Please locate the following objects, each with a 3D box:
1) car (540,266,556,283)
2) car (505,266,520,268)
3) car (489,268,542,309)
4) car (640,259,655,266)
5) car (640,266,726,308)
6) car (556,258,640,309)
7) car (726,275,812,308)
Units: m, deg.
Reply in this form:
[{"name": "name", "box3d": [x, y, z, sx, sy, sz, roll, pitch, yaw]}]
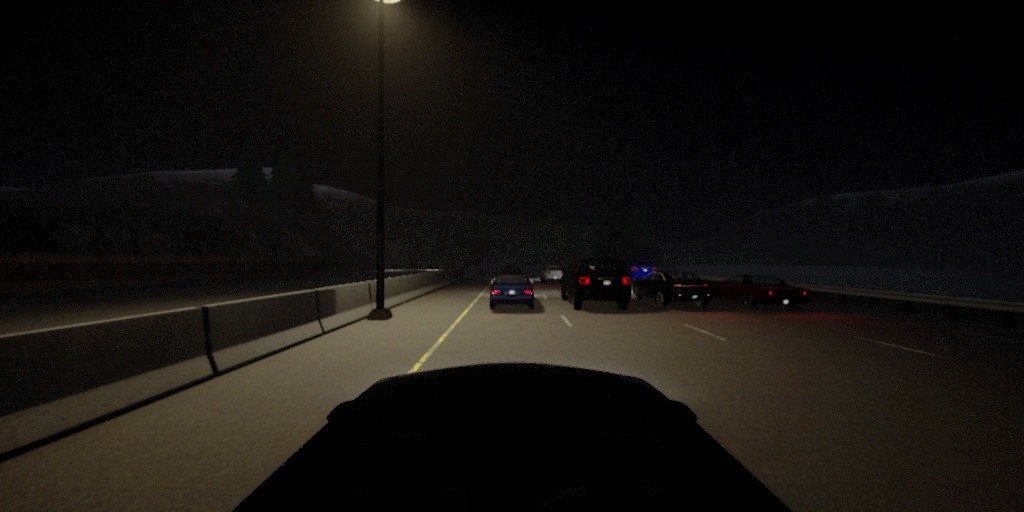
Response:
[{"name": "car", "box3d": [3.503, 1.552, 31.236, 1.812, 1.442, 4.674, 0, 0, 0]}, {"name": "car", "box3d": [0.003, 1.552, 31.218, 1.812, 1.442, 4.674, 0, 0, 0]}, {"name": "car", "box3d": [-0.001, 1.429, 15.839, 2.033, 1.411, 5.357, 0, -1, 0]}, {"name": "car", "box3d": [10.497, 1.239, 30.865, 2.150, 2.045, 5.566, 0, 0, 0]}, {"name": "car", "box3d": [7.004, 1.377, 16.141, 2.128, 1.511, 4.902, 0, 0, 0]}, {"name": "car", "box3d": [3.499, 1.099, 15.871, 2.150, 2.045, 5.566, 0, 0, 0]}, {"name": "car", "box3d": [10.500, 1.484, 15.957, 1.895, 1.301, 4.718, 0, 0, 0]}]
